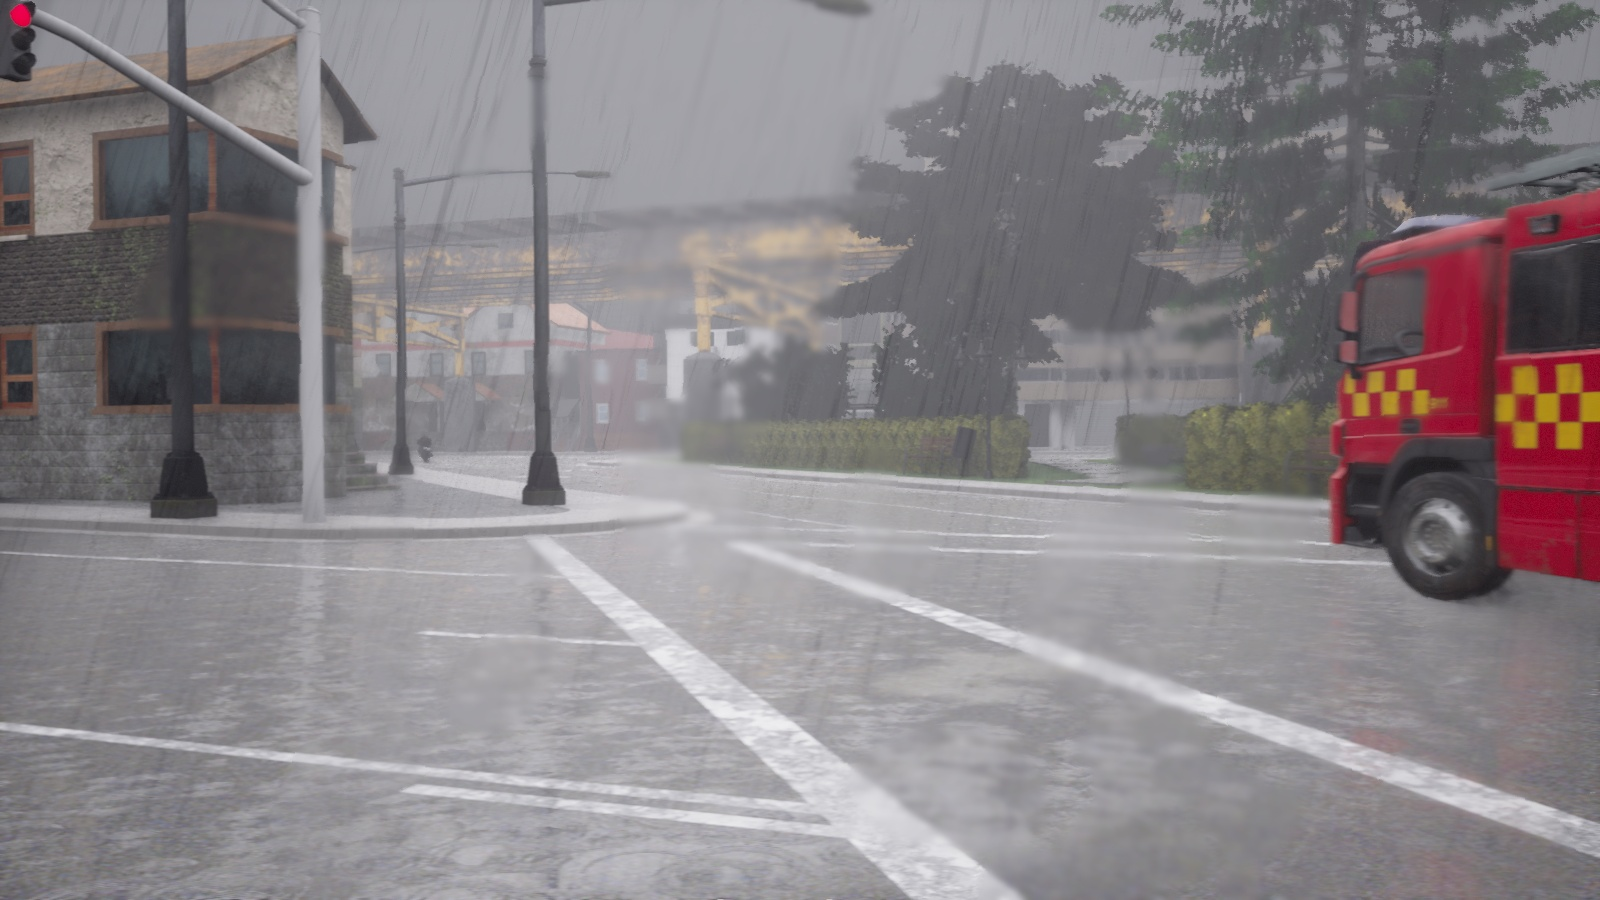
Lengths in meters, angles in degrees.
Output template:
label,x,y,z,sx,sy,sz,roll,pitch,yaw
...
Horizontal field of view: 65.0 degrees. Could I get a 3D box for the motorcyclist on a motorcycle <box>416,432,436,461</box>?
label,x,y,z,sx,sy,sz,roll,pitch,yaw
motorcyclist on a motorcycle,-20.295,-0.201,68.123,0.866,1.530,2.191,0,1,-20

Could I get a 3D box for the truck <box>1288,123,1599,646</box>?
label,x,y,z,sx,sy,sz,roll,pitch,yaw
truck,7.328,-0.477,9.229,2.891,3.827,8.468,0,1,-11
